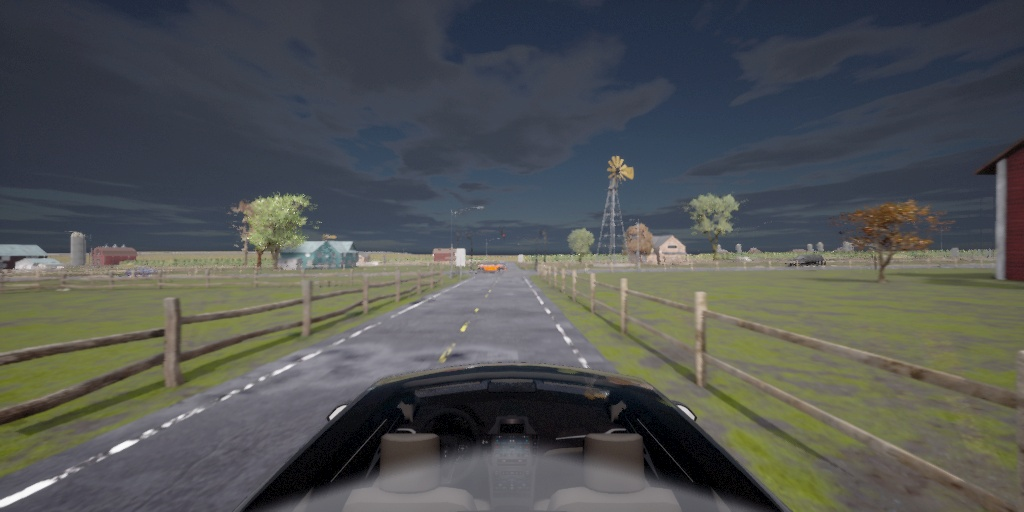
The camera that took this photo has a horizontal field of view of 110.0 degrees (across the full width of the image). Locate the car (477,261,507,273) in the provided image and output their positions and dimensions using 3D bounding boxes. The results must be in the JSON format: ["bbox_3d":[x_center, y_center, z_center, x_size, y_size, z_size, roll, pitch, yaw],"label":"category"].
[{"bbox_3d":[-3.034,1.644,54.707,4.553,1.767,2.097,-1,1,0],"label":"car"}]
